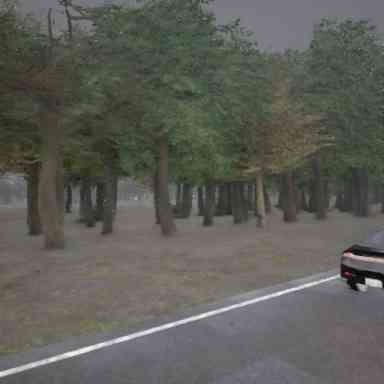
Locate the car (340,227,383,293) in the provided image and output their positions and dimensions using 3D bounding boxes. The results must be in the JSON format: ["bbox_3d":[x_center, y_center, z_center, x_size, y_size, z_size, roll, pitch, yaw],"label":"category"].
[{"bbox_3d":[5.397,1.518,7.811,4.902,1.511,2.128,0,-1,-37],"label":"car"}]
